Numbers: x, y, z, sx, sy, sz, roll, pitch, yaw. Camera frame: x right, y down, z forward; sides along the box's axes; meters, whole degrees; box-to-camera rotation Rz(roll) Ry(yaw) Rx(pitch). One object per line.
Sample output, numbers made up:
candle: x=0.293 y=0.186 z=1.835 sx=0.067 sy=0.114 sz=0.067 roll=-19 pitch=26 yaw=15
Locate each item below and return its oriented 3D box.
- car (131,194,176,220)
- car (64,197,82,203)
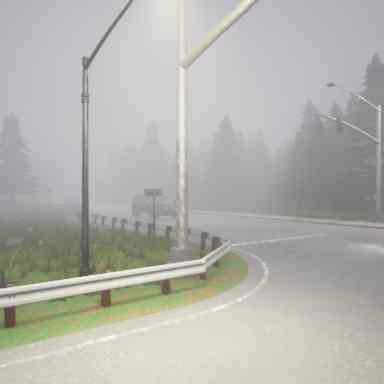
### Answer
car: x=-3.237 y=1.186 z=28.445 sx=2.150 sy=2.045 sz=5.566 roll=0 pitch=0 yaw=-36
car: x=-17.138 y=1.472 z=48.051 sx=1.837 sy=1.490 sz=4.892 roll=0 pitch=-1 yaw=-34
